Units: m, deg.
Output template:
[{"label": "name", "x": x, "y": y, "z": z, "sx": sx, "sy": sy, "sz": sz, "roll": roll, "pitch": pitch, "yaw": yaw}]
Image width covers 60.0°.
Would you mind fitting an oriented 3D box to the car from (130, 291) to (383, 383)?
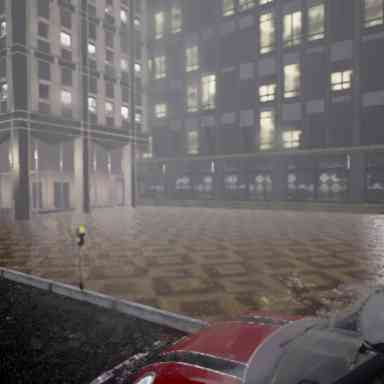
[{"label": "car", "x": 1.381, "y": 1.388, "z": 1.945, "sx": 4.097, "sy": 1.590, "sz": 1.967, "roll": 0, "pitch": 1, "yaw": 34}]
